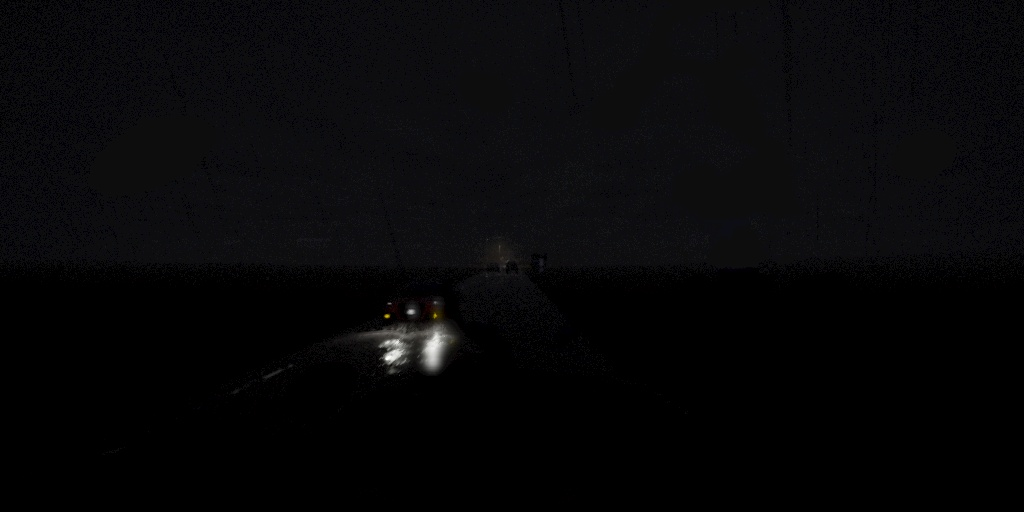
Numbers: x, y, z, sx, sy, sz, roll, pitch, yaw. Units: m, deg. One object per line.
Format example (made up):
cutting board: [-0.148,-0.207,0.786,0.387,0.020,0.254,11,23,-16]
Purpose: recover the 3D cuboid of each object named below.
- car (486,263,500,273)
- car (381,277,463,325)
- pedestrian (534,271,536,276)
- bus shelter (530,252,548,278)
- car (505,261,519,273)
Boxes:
car: [-2.831,1.715,53.484,1.882,1.535,5.008,0,0,0]
car: [-2.853,1.416,12.182,1.994,1.385,4.181,0,-1,0]
pedestrian: [2.809,1.455,43.764,0.375,1.860,0.375,-3,2,-10]
bus shelter: [3.110,1.010,41.356,1.920,2.740,3.880,0,0,0]
car: [0.020,1.756,55.255,1.837,1.490,4.892,0,-1,1]
